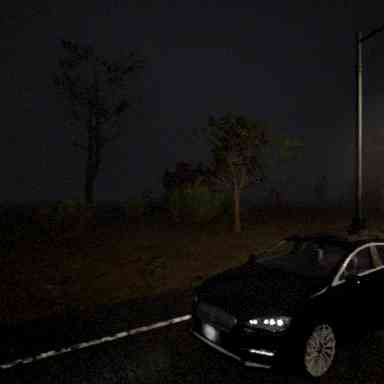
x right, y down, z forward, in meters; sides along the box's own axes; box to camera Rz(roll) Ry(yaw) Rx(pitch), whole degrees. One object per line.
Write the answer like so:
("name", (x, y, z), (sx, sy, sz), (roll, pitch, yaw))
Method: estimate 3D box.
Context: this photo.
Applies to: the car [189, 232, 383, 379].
("car", (2.224, 1.489, 5.579), (4.902, 1.511, 2.128), (0, 0, -36))
